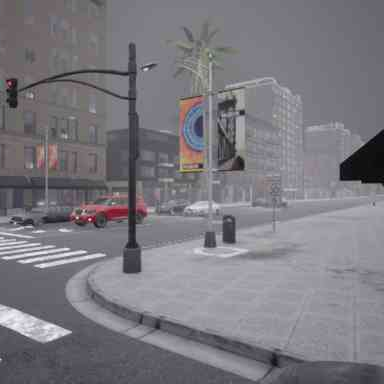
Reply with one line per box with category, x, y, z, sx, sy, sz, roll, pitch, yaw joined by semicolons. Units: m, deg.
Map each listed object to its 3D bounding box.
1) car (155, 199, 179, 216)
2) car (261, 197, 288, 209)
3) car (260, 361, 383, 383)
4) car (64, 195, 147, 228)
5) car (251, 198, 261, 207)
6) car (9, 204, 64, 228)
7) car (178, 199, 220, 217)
car;-1.731;1.539;33.813;1.837;1.490;4.892;0;1;35
car;12.120;1.436;47.716;2.097;1.767;4.553;0;0;36
car;2.169;1.551;1.301;4.403;1.369;2.008;0;0;35
car;-5.497;1.243;22.827;2.150;2.045;5.566;0;0;35
car;11.117;1.636;51.875;2.033;1.411;5.357;0;0;35
car;-9.466;1.561;22.847;2.033;1.411;5.357;0;0;35
car;1.060;1.567;32.134;1.812;1.442;4.674;0;0;35
